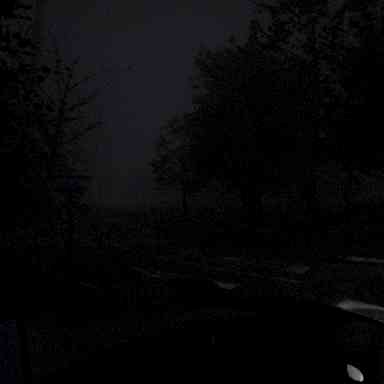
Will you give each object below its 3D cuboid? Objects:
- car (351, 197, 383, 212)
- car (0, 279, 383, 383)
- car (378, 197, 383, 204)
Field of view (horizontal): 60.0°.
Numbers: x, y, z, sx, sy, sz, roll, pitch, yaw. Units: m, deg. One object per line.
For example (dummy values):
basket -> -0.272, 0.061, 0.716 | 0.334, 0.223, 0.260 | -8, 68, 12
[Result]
car -> 23.376, 1.804, 43.296 | 4.902, 1.511, 2.128 | 0, 0, 31
car -> -0.128, 1.546, 2.796 | 5.357, 1.411, 2.033 | 0, 0, -29
car -> 44.357, 1.888, 74.183 | 4.674, 1.452, 2.002 | 0, 0, 39
